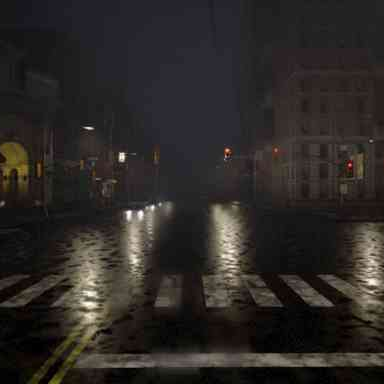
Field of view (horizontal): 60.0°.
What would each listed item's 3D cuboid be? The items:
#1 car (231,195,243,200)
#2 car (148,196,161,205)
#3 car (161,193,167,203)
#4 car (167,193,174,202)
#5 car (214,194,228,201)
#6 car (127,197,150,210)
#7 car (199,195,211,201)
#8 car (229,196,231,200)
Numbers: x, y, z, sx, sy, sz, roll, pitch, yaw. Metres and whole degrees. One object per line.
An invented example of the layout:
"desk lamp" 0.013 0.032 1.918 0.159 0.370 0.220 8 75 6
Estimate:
"car" 12.491 1.500 94.191 1.837 1.490 4.892 0 0 41
"car" -7.046 1.492 56.881 2.128 1.511 4.902 0 0 0
"car" -6.953 1.506 69.232 2.128 1.511 4.902 0 0 0
"car" -5.790 1.225 79.544 2.150 2.045 5.566 0 0 10
"car" 7.120 1.525 85.399 2.128 1.511 4.902 0 0 25
"car" -7.069 1.601 42.965 1.895 1.301 4.718 0 0 0
"car" 3.319 1.524 85.422 1.812 1.442 4.674 0 0 22
"car" 8.270 1.466 94.411 1.882 1.535 5.008 0 0 38
